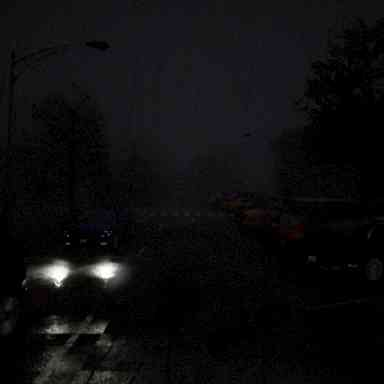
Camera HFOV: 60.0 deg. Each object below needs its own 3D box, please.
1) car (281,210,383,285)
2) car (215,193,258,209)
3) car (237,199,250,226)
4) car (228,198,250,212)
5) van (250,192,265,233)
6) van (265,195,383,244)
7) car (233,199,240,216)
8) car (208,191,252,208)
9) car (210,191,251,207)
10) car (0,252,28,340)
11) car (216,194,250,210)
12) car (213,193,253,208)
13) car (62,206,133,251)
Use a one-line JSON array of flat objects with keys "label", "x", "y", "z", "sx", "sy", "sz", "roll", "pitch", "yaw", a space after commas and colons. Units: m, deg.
[{"label": "car", "x": 5.260, "y": 1.416, "z": 9.066, "sx": 4.892, "sy": 1.521, "sz": 2.231, "roll": 1, "pitch": 0, "yaw": -20}, {"label": "car", "x": 5.246, "y": 1.059, "z": 39.309, "sx": 4.553, "sy": 1.767, "sz": 2.185, "roll": 1, "pitch": 0, "yaw": -21}, {"label": "car", "x": 5.492, "y": 1.345, "z": 18.202, "sx": 5.366, "sy": 1.575, "sz": 1.946, "roll": 1, "pitch": 0, "yaw": -20}, {"label": "car", "x": 5.335, "y": 1.340, "z": 24.192, "sx": 4.674, "sy": 1.452, "sz": 2.002, "roll": 1, "pitch": 0, "yaw": -20}, {"label": "van", "x": 5.194, "y": 1.142, "z": 15.070, "sx": 4.442, "sy": 1.987, "sz": 1.878, "roll": 1, "pitch": 1, "yaw": -19}, {"label": "van", "x": 5.180, "y": 1.165, "z": 12.042, "sx": 4.442, "sy": 1.987, "sz": 1.878, "roll": 1, "pitch": 1, "yaw": -20}, {"label": "car", "x": 5.337, "y": 1.363, "z": 21.163, "sx": 4.674, "sy": 1.452, "sz": 2.002, "roll": 1, "pitch": 1, "yaw": -20}, {"label": "car", "x": 5.168, "y": 1.044, "z": 45.286, "sx": 5.566, "sy": 2.045, "sz": 2.435, "roll": 2, "pitch": -5, "yaw": -20}, {"label": "car", "x": 5.284, "y": 0.957, "z": 36.258, "sx": 5.566, "sy": 2.045, "sz": 2.435, "roll": 1, "pitch": 1, "yaw": -21}, {"label": "car", "x": -3.649, "y": 1.464, "z": 3.619, "sx": 2.128, "sy": 1.511, "sz": 4.902, "roll": 0, "pitch": 0, "yaw": 0}, {"label": "car", "x": 5.499, "y": 1.230, "z": 33.311, "sx": 5.366, "sy": 1.575, "sz": 1.946, "roll": 1, "pitch": 0, "yaw": -20}, {"label": "car", "x": 5.260, "y": 1.074, "z": 42.334, "sx": 4.553, "sy": 1.767, "sz": 2.185, "roll": 2, "pitch": -2, "yaw": -21}, {"label": "car", "x": -3.699, "y": 1.373, "z": 13.812, "sx": 1.882, "sy": 1.535, "sz": 5.008, "roll": 0, "pitch": 0, "yaw": 0}]
